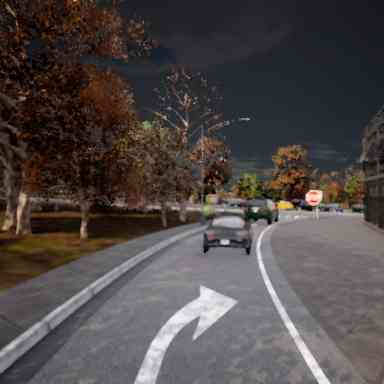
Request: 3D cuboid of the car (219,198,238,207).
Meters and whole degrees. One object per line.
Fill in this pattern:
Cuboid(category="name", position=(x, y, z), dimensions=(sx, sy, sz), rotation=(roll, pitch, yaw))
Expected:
Cuboid(category="car", position=(6.094, 1.639, 51.476), dimensions=(2.163, 1.488, 4.792), rotation=(4, -1, -9))

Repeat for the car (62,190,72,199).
Cuboid(category="car", position=(-22.808, 0.443, 59.628), dimensions=(2.097, 1.535, 5.008), rotation=(4, -1, -10))

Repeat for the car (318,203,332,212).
Cuboid(category="car", position=(19.806, 2.485, 53.797), dimensions=(2.231, 1.521, 4.892), rotation=(3, -1, -9))

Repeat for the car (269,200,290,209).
Cuboid(category="car", position=(17.553, 2.538, 66.876), dimensions=(1.946, 1.575, 5.366), rotation=(3, -1, -9))

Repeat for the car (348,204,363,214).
Cuboid(category="car", position=(28.052, 2.769, 55.154), dimensions=(2.185, 1.767, 4.553), rotation=(3, -1, -10))

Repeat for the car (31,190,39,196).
Cuboid(category="car", position=(-23.234, 0.218, 46.268), dimensions=(2.163, 1.488, 4.792), rotation=(4, -1, -10))

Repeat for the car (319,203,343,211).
Cuboid(category="car", position=(28.574, 3.071, 68.529), dimensions=(2.231, 1.521, 4.892), rotation=(3, -1, -10))

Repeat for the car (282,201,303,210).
Cuboid(category="car", position=(20.202, 2.711, 67.102), dimensions=(2.163, 1.488, 4.792), rotation=(3, -1, -10))

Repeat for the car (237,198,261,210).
Cuboid(category="car", position=(8.824, 1.824, 51.993), dimensions=(2.163, 1.488, 4.792), rotation=(4, -1, -9))

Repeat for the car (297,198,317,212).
Cuboid(category="car", position=(17.068, 2.074, 53.374), dimensions=(2.435, 2.045, 5.566), rotation=(3, -1, -9))

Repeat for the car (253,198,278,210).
Cuboid(category="car", position=(11.575, 1.854, 52.456), dimensions=(2.185, 1.767, 4.553), rotation=(4, -1, -9))

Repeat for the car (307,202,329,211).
Cuboid(category="car", position=(25.698, 2.946, 68.047), dimensions=(2.097, 1.535, 5.008), rotation=(3, -1, -10))

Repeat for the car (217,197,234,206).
Cuboid(category="car", position=(6.472, 1.881, 64.834), dimensions=(2.002, 1.452, 4.674), rotation=(4, -1, -9))

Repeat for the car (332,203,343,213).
Cuboid(category="car", position=(22.545, 2.662, 54.232), dimensions=(2.163, 1.488, 4.792), rotation=(3, -1, -10))

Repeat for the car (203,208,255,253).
Cuboid(category="car", position=(1.603, 1.613, 13.995), dimensions=(1.812, 1.442, 4.674), rotation=(0, -1, 11))

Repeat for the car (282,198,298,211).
Cuboid(category="car", position=(14.309, 2.156, 52.877), dimensions=(2.097, 1.535, 5.008), rotation=(3, -1, -9))

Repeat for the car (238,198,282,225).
Cuboid(category="car", position=(5.772, 1.537, 27.520), dimensions=(2.150, 2.045, 5.566), rotation=(0, -1, 22))

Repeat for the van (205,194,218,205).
Cuboid(category="van", position=(3.880, 1.439, 64.269), dimensions=(1.878, 1.987, 4.442), rotation=(4, 0, -10))

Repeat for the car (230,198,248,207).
Cuboid(category="car", position=(9.213, 2.066, 65.293), dimensions=(2.002, 1.452, 4.674), rotation=(4, -1, -9))
